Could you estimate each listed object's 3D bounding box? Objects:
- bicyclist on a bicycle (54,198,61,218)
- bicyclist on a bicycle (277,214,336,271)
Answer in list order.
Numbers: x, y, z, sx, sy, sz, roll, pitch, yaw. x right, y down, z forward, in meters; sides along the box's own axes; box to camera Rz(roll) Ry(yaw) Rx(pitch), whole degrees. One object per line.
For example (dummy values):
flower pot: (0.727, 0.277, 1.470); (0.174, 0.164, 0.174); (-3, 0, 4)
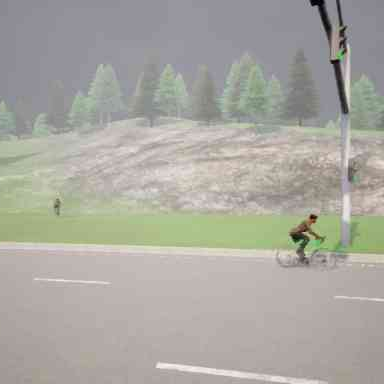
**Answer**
bicyclist on a bicycle: (-11.026, 1.314, 27.216); (0.582, 1.620, 1.656); (0, -2, -7)
bicyclist on a bicycle: (3.305, 1.455, 9.592); (1.656, 1.620, 0.582); (2, 1, 15)
